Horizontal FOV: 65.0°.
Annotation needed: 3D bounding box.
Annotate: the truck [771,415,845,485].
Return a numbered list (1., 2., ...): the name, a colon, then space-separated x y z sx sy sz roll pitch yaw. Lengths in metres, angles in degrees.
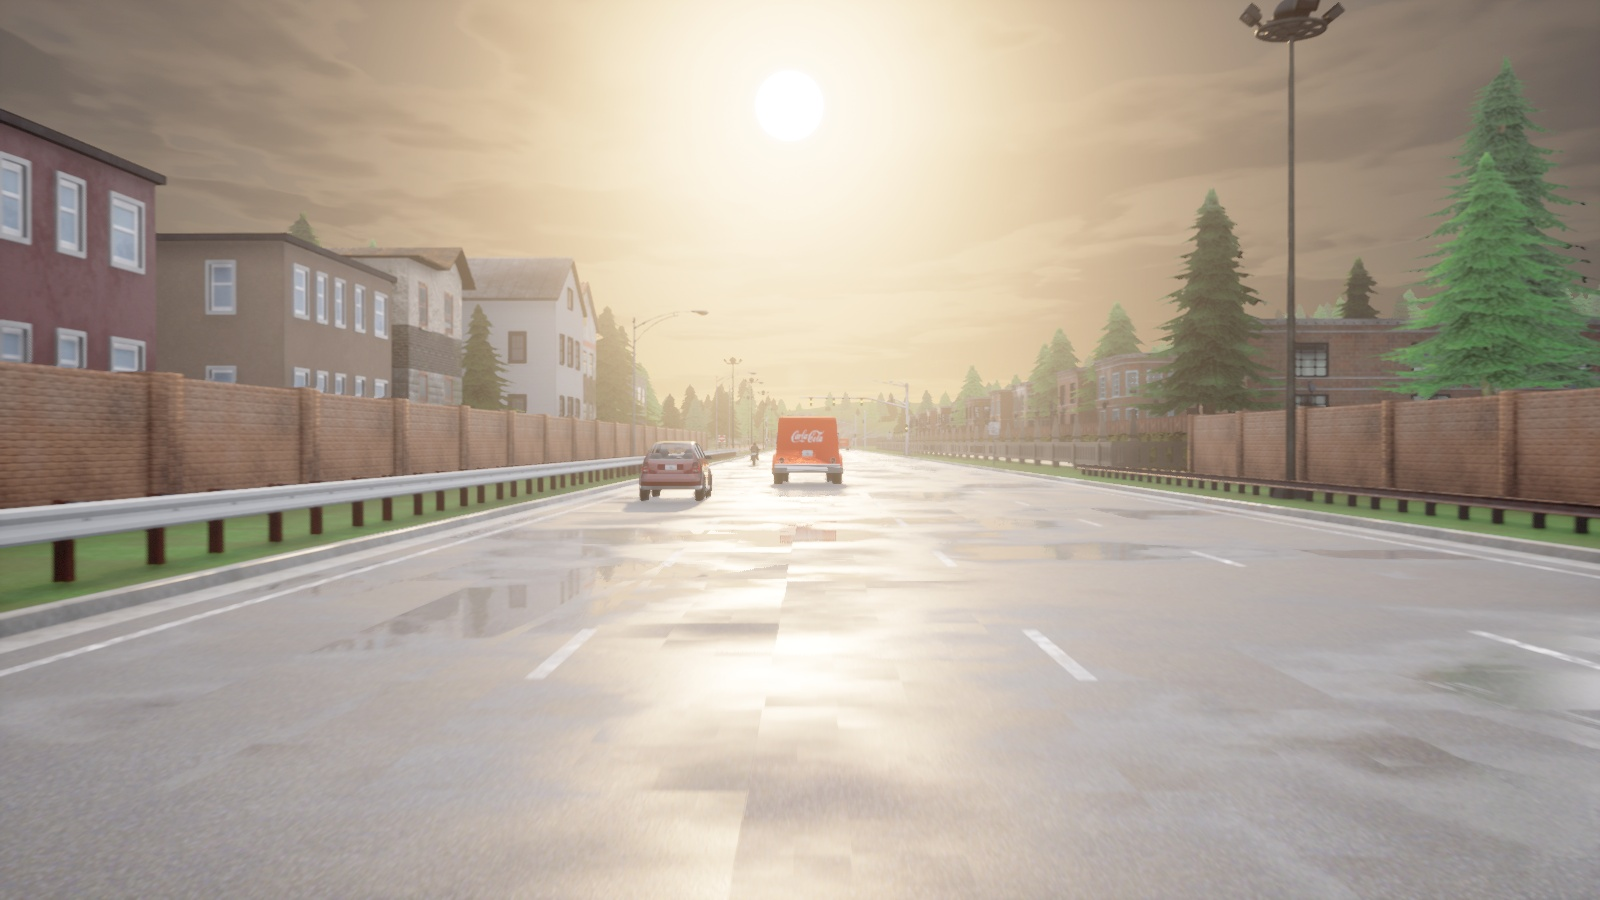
1. truck: 0.284 -0.005 47.179 2.627 2.467 5.204 0 0 0

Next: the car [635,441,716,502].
1. car: -3.293 0.533 33.783 1.789 1.549 3.705 0 0 0
